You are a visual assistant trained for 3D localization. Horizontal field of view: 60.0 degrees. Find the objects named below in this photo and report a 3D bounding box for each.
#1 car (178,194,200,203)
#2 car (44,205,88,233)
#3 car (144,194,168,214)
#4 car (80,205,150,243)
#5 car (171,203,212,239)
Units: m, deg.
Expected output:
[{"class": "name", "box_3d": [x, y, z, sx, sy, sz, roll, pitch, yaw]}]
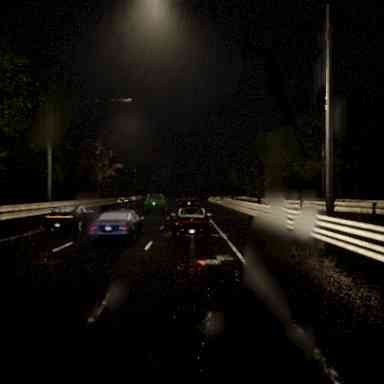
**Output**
[{"class": "car", "box_3d": [-0.362, 1.278, 35.945, 2.150, 2.045, 5.566, 0, 0, -1]}, {"class": "car", "box_3d": [-7.056, 1.517, 19.774, 2.128, 1.511, 4.902, 0, 0, -1]}, {"class": "car", "box_3d": [-3.861, 1.279, 35.886, 2.150, 2.045, 5.566, 0, 0, -1]}, {"class": "car", "box_3d": [-3.506, 1.566, 16.275, 2.033, 1.411, 5.357, 0, 0, -1]}, {"class": "car", "box_3d": [-0.025, 1.525, 17.438, 1.837, 1.490, 4.892, 0, 0, -1]}]
